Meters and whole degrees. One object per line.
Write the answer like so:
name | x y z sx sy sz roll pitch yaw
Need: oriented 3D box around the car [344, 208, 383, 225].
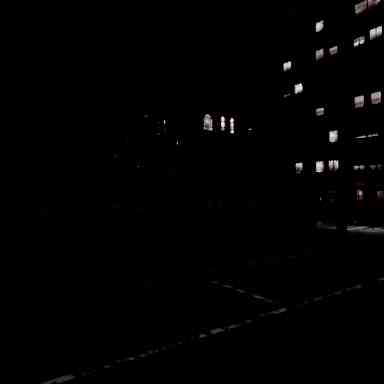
car | 13.602 1.771 23.916 1.895 1.301 4.718 0 -1 -42

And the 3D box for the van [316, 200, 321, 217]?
van | 10.558 1.646 32.580 1.690 1.788 3.998 -1 0 -36
